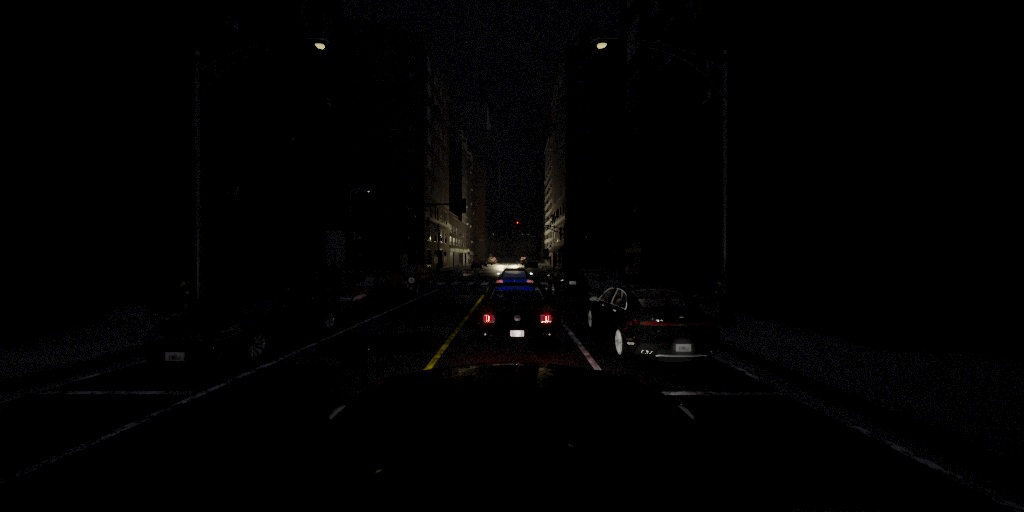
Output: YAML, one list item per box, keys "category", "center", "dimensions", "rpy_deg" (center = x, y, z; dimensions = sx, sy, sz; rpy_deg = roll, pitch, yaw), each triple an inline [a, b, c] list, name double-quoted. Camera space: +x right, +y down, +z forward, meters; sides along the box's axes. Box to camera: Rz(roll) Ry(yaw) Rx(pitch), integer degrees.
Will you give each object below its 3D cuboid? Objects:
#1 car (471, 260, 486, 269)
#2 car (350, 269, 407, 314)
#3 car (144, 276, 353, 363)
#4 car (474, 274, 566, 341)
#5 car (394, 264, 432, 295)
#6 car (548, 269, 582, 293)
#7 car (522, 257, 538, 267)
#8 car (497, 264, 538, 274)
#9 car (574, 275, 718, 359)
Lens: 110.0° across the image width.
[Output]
- category: "car"
  center: [-5.477, 1.368, 56.301]
  dimensions: [1.802, 1.307, 4.207]
  rpy_deg: [0, 0, 0]
- category: "car"
  center: [-5.635, 1.332, 13.698]
  dimensions: [1.802, 1.307, 4.207]
  rpy_deg: [0, 0, 0]
- category: "car"
  center: [-5.650, 1.315, 8.197]
  dimensions: [1.948, 1.339, 4.313]
  rpy_deg: [0, 0, 0]
- category: "car"
  center: [0.118, 1.351, 9.797]
  dimensions: [1.895, 1.301, 4.718]
  rpy_deg: [0, 0, 0]
- category: "car"
  center: [-5.619, 1.190, 19.200]
  dimensions: [1.967, 1.591, 4.097]
  rpy_deg: [0, 0, 0]
- category: "car"
  center: [2.907, 1.316, 19.175]
  dimensions: [1.948, 1.339, 4.313]
  rpy_deg: [0, 0, 0]
- category: "car"
  center: [3.048, 1.226, 56.264]
  dimensions: [1.967, 1.591, 4.097]
  rpy_deg: [0, 0, 0]
- category: "car"
  center: [0.145, 1.315, 18.556]
  dimensions: [1.994, 1.385, 4.181]
  rpy_deg: [0, 0, 1]
- category: "car"
  center: [2.875, 1.300, 8.172]
  dimensions: [2.007, 1.370, 4.403]
  rpy_deg: [0, 0, 0]
